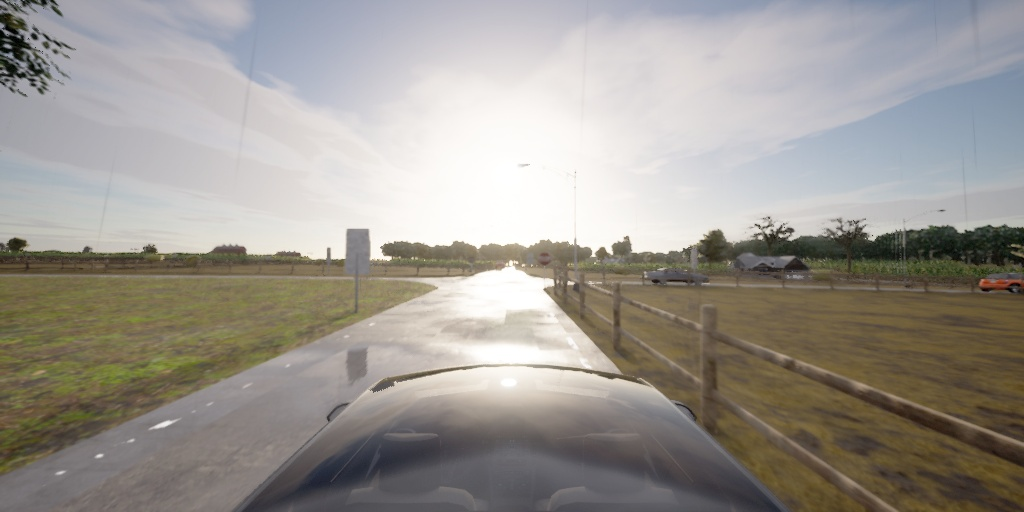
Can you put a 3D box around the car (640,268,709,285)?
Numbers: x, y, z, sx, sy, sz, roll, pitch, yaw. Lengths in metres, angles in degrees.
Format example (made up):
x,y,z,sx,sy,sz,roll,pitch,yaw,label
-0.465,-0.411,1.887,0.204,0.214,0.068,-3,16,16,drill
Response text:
x,y,z,sx,sy,sz,roll,pitch,yaw,label
13.926,1.723,30.856,5.357,1.411,2.033,1,-2,0,car

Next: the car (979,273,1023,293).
x,y,z,sx,sy,sz,roll,pitch,yaw,label
43.325,2.283,30.672,4.553,1.767,2.097,2,-2,1,car
